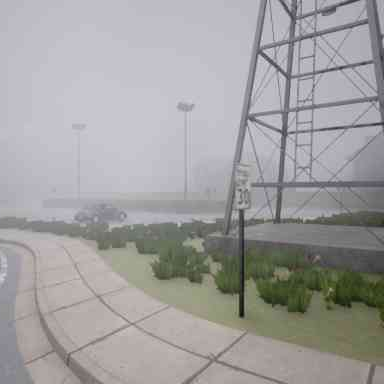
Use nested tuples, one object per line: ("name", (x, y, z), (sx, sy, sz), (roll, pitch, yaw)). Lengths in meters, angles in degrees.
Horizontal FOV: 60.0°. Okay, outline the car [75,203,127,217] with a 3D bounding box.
("car", (-6.759, 1.521, 25.007), (1.784, 1.438, 3.905), (0, 0, 34))
